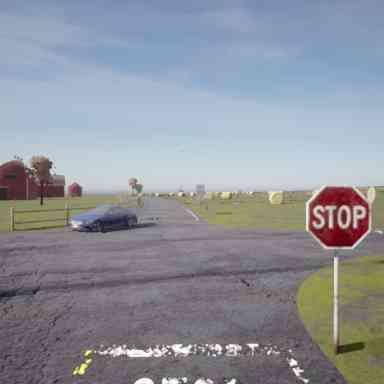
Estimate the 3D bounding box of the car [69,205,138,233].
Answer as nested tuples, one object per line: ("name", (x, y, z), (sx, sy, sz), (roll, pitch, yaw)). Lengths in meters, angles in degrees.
("car", (-5.251, 1.566, 20.436), (1.812, 1.442, 4.674), (2, 2, 31))
